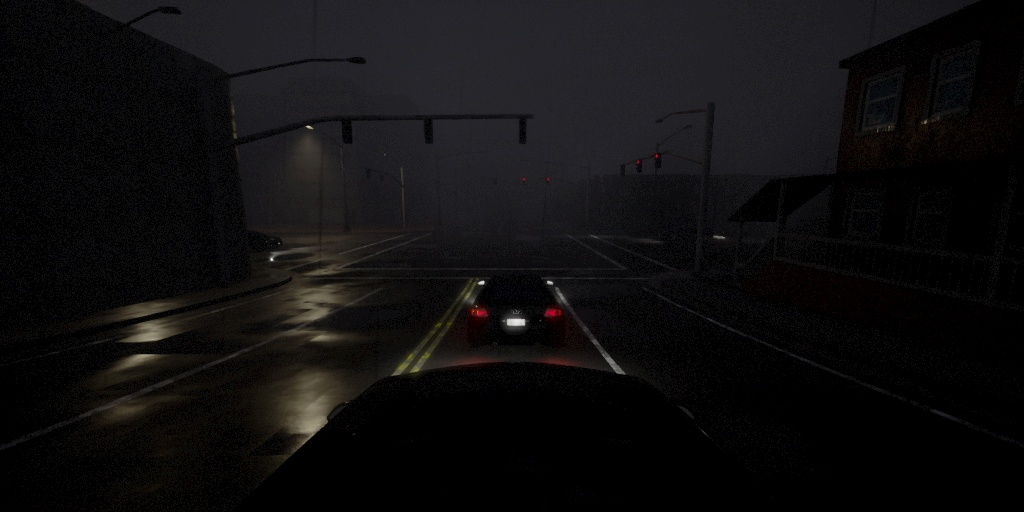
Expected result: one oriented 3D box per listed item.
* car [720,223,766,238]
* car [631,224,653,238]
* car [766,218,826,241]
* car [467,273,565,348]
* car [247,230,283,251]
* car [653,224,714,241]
[{"bbox_3d":[24.052,-2.676,37.314,4.181,1.385,1.994,0,8,1],"label":"car"},{"bbox_3d":[14.960,-2.644,37.394,4.718,1.301,1.895,0,8,1],"label":"car"},{"bbox_3d":[27.806,-2.503,33.780,5.566,2.045,2.150,0,8,0],"label":"car"},{"bbox_3d":[0.094,1.090,8.707,1.994,1.385,4.181,0,3,0],"label":"car"},{"bbox_3d":[-19.960,-1.191,26.992,4.892,1.490,1.837,0,8,1],"label":"car"},{"bbox_3d":[16.401,-2.226,33.894,4.892,1.490,1.837,0,8,0],"label":"car"}]
